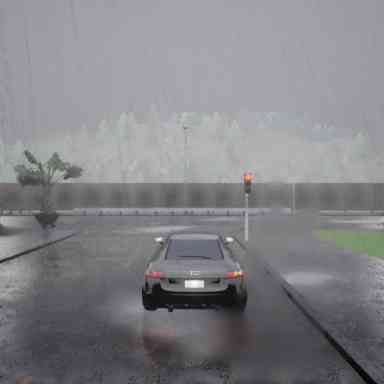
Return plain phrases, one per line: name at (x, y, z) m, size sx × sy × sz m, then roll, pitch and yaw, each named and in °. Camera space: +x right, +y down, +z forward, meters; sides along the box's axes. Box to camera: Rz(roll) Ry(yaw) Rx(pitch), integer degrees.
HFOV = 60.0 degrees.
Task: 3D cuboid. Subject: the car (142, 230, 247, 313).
car at (0.053, 1.564, 7.771) m, size 1.994 × 1.385 × 4.181 m, roll 0°, pitch 0°, yaw 0°
